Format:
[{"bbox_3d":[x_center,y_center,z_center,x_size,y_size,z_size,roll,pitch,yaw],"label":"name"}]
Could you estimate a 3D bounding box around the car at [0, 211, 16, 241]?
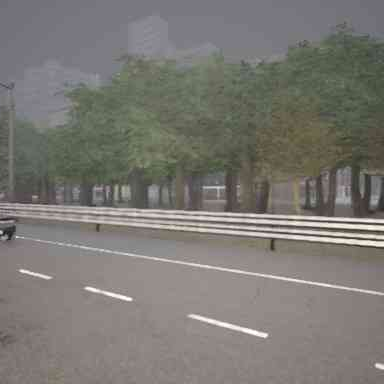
[{"bbox_3d":[-10.018,1.489,15.337,4.902,1.511,2.128,0,0,36],"label":"car"}]
